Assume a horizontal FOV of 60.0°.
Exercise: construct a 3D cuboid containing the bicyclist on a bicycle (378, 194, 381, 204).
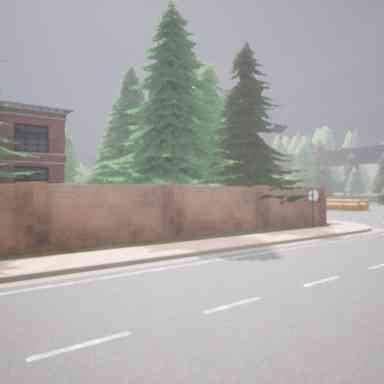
[{"bbox_3d":[31.109,1.237,55.023,1.656,1.620,0.582,0,0,-35],"label":"bicyclist on a bicycle"}]
